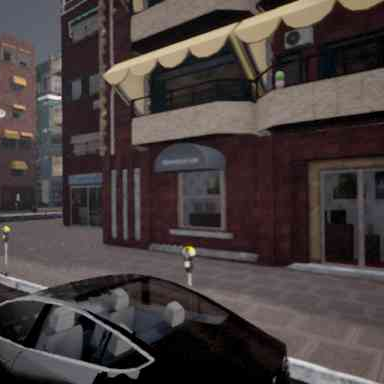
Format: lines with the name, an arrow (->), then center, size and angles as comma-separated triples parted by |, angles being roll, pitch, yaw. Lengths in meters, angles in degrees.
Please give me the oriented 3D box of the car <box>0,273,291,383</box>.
car -> -1.133, 1.579, 3.541 | 4.313, 1.339, 1.947 | 0, -1, 36
